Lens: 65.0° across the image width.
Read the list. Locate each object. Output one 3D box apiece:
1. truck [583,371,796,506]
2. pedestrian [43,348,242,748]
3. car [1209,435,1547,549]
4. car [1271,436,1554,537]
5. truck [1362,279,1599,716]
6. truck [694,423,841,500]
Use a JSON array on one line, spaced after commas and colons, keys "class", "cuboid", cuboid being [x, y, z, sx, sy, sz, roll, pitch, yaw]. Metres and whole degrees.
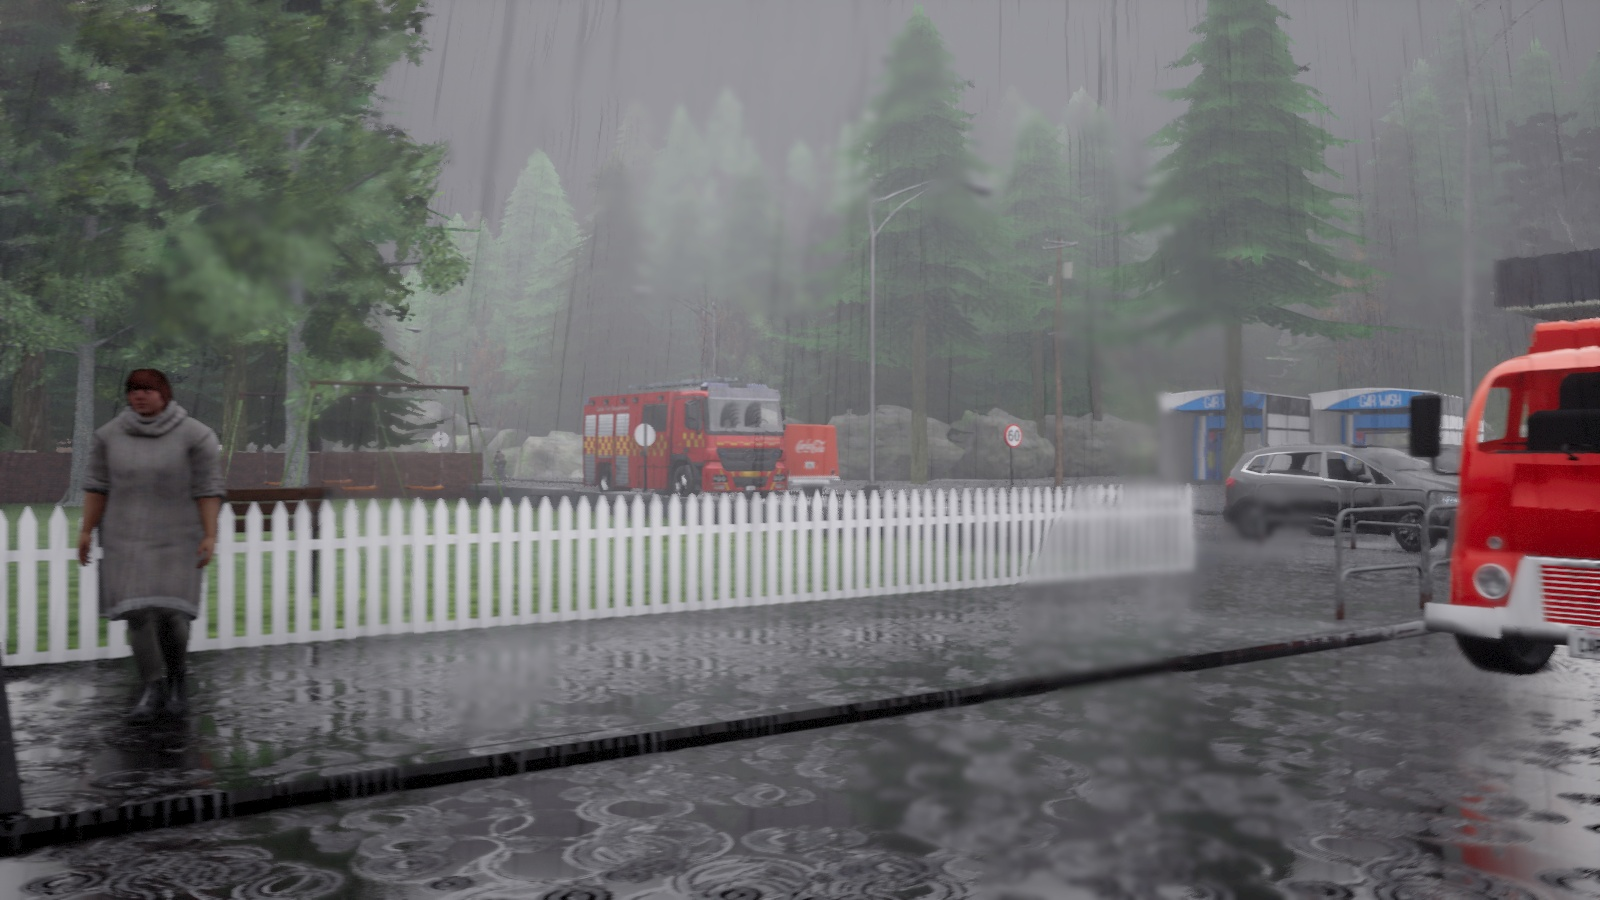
[{"class": "truck", "cuboid": [-3.718, -0.315, 39.727, 2.891, 3.827, 8.468, 0, 0, -35]}, {"class": "pedestrian", "cuboid": [-3.417, 0.478, 6.598, 0.659, 1.952, 0.873, 0, 0, -7]}, {"class": "car", "cuboid": [9.389, 0.621, 20.803, 2.242, 1.667, 4.611, 0, 0, -32]}, {"class": "car", "cuboid": [11.765, 0.638, 24.468, 2.097, 1.767, 4.553, 0, 0, -30]}, {"class": "truck", "cuboid": [6.479, 0.266, 8.802, 5.204, 2.467, 2.627, 0, 0, -40]}, {"class": "truck", "cuboid": [-1.191, 0.370, 43.095, 2.627, 2.467, 5.204, 0, 0, -35]}]
